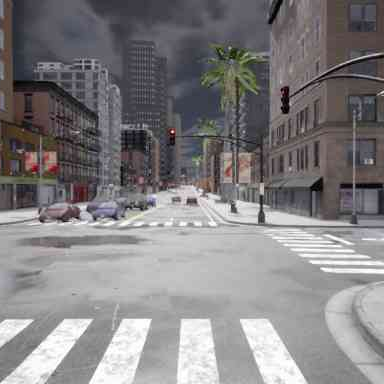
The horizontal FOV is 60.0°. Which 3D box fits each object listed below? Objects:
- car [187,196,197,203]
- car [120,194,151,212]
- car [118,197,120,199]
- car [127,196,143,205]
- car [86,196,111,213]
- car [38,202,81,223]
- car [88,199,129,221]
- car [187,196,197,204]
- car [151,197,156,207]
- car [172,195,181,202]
[{"bbox_3d":[-0.060,1.502,71.401,1.994,1.385,4.181,0,0,0],"label":"car"},{"bbox_3d":[-6.671,1.214,39.853,2.150,2.045,5.566,0,0,0],"label":"car"},{"bbox_3d":[-9.935,1.460,47.998,1.882,1.535,5.008,0,0,0],"label":"car"},{"bbox_3d":[-9.922,1.446,58.444,1.882,1.535,5.008,0,0,0],"label":"car"},{"bbox_3d":[-9.913,1.342,36.252,2.097,1.767,4.553,0,0,0],"label":"car"},{"bbox_3d":[-9.897,1.519,25.302,1.812,1.442,4.674,0,0,0],"label":"car"},{"bbox_3d":[-6.653,1.519,27.036,1.812,1.442,4.674,0,0,0],"label":"car"},{"bbox_3d":[-0.012,1.442,60.469,1.882,1.535,5.008,0,0,0],"label":"car"},{"bbox_3d":[-6.683,1.456,51.456,1.882,1.535,5.008,0,0,0],"label":"car"},{"bbox_3d":[-3.299,1.440,70.931,2.128,1.511,4.902,0,0,0],"label":"car"}]
